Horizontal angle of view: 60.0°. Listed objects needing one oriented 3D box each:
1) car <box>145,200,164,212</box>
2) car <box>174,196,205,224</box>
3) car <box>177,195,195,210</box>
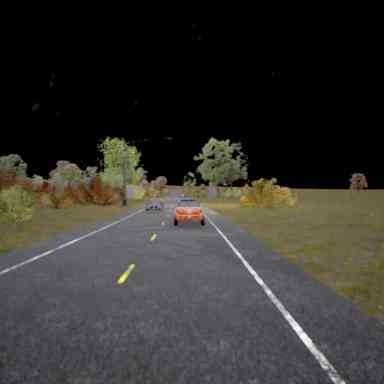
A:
[{"bbox_3d":[-4.267,1.580,38.416,1.994,1.385,4.181,0,0,-2],"label":"car"},{"bbox_3d":[-0.234,1.337,24.493,2.097,1.767,4.553,0,0,-1],"label":"car"},{"bbox_3d":[-0.823,1.312,41.965,2.097,1.767,4.553,0,0,-2],"label":"car"}]
